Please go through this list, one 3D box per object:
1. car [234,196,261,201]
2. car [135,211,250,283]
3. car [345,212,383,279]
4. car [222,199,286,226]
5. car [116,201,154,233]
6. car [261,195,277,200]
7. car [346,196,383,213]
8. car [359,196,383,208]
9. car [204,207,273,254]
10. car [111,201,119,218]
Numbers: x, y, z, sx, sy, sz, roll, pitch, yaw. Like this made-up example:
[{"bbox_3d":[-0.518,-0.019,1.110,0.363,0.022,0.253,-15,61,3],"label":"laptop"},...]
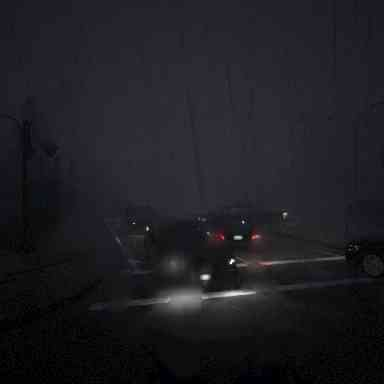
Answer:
[{"bbox_3d":[7.307,1.287,46.187,2.007,1.523,4.514,0,0,-17],"label":"car"},{"bbox_3d":[-0.369,1.543,10.128,2.033,1.411,5.357,0,0,-15],"label":"car"},{"bbox_3d":[6.536,1.475,8.267,5.008,1.535,1.882,0,0,39],"label":"car"},{"bbox_3d":[2.834,1.466,19.918,5.357,1.411,2.033,-3,1,-15],"label":"car"},{"bbox_3d":[-3.116,1.529,19.958,2.033,1.411,5.357,0,0,-17],"label":"car"},{"bbox_3d":[10.294,1.277,47.147,2.152,1.636,5.027,0,0,-17],"label":"car"},{"bbox_3d":[15.568,1.356,29.241,1.970,1.475,3.806,0,0,-17],"label":"car"},{"bbox_3d":[23.857,1.273,43.239,1.845,1.501,3.633,0,0,-17],"label":"car"},{"bbox_3d":[1.347,1.538,13.410,2.033,1.411,5.357,0,0,-4],"label":"car"},{"bbox_3d":[-6.290,1.515,30.106,2.033,1.411,5.357,0,0,-17],"label":"car"}]
